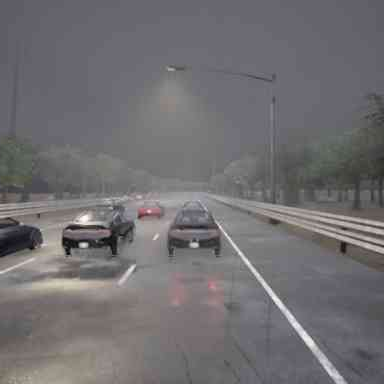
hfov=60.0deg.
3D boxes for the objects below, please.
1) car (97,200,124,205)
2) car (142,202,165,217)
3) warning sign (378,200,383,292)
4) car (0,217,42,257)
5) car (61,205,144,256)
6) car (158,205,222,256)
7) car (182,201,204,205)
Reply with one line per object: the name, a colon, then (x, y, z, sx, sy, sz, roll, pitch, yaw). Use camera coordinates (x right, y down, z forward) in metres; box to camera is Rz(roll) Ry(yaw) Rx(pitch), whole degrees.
car: (-6.921, 1.431, 28.180, 2.128, 1.511, 4.902, 0, 0, 0)
car: (-3.421, 1.503, 28.723, 1.994, 1.385, 4.181, 0, 0, 0)
warning sign: (4.548, 1.100, 6.421, 1.300, 1.860, 1.060, 0, 0, 0)
car: (-6.924, 1.537, 11.505, 1.994, 1.385, 4.181, 0, 0, 0)
car: (-3.419, 1.461, 12.953, 2.128, 1.511, 4.902, 0, 0, 0)
car: (0.081, 1.461, 12.943, 2.128, 1.511, 4.902, 0, 0, 0)
car: (0.080, 1.503, 28.854, 1.994, 1.385, 4.181, 0, 0, 0)
